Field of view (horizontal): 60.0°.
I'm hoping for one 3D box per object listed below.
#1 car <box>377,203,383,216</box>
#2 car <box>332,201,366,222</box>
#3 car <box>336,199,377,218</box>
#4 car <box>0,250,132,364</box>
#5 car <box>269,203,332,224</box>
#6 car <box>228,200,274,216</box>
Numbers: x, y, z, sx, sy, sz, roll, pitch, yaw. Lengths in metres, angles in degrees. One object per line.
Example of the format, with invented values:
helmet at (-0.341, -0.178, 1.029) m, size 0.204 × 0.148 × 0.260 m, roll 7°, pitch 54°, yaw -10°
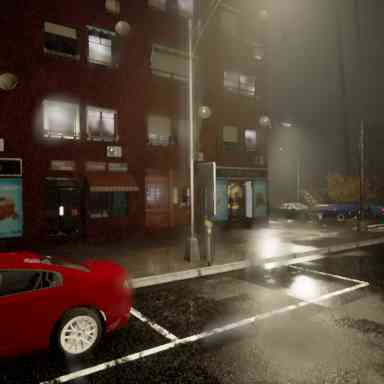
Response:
car at (16.540, 1.580, 32.556) m, size 2.033 × 1.411 × 5.357 m, roll -1°, pitch 0°, yaw -35°
car at (11.585, 1.713, 27.953) m, size 1.895 × 1.301 × 4.718 m, roll -1°, pitch 0°, yaw -35°
car at (13.919, 1.426, 30.632) m, size 2.097 × 1.767 × 4.553 m, roll -1°, pitch 0°, yaw -35°
car at (-3.046, 1.545, 4.401) m, size 4.507 × 1.381 × 1.887 m, roll 0°, pitch -1°, yaw -35°
car at (8.286, 1.652, 27.018) m, size 2.128 × 1.511 × 4.902 m, roll -1°, pitch 0°, yaw -33°
car at (6.228, 1.652, 35.616) m, size 1.882 × 1.535 × 5.008 m, roll -1°, pitch 0°, yaw -35°
